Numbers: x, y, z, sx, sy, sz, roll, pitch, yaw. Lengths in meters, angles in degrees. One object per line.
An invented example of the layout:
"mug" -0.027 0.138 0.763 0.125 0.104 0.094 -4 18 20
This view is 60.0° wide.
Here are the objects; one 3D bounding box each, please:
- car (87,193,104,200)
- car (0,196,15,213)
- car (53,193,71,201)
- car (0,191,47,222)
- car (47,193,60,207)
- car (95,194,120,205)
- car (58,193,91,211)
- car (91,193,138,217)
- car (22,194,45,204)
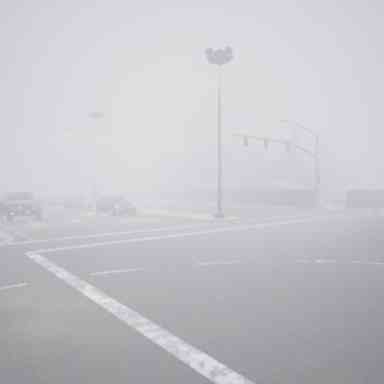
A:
"car" -20.424 0.888 70.506 1.994 1.385 4.181 0 1 -38
"car" -19.036 1.186 32.673 2.128 1.511 4.902 0 1 -38
"car" -25.896 0.903 66.141 2.128 1.511 4.902 0 1 -38
"car" -12.886 0.989 24.816 2.150 2.045 5.566 0 1 -38
"car" -18.088 1.145 42.839 2.033 1.411 5.357 0 1 -37
"car" -12.462 1.063 48.944 1.812 1.442 4.674 0 1 -38
"car" -12.045 1.160 35.096 2.128 1.511 4.902 0 1 -38
"car" -6.390 1.087 27.879 2.097 1.767 4.553 0 1 -38
"car" -24.390 1.070 51.008 2.033 1.411 5.357 0 1 -38
